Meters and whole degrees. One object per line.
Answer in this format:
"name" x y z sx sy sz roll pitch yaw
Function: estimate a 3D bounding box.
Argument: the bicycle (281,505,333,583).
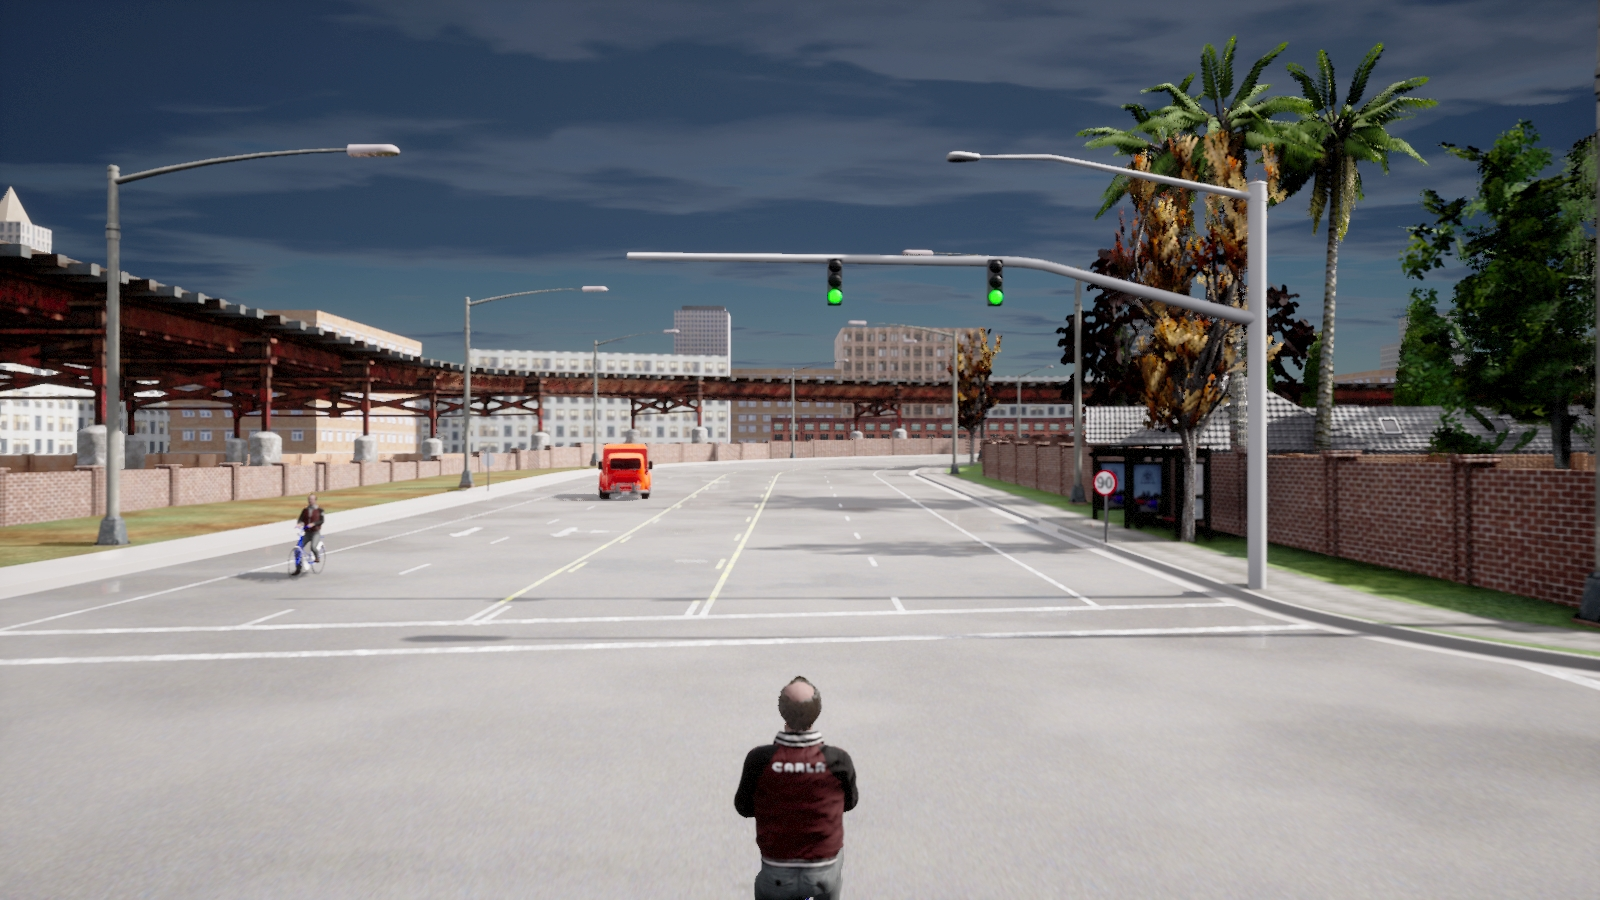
"bicycle" -10.486 1.966 24.339 0.329 1.496 1.835 0 0 0

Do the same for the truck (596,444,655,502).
"truck" -8.373 1.043 54.752 2.627 2.467 5.204 0 2 -9

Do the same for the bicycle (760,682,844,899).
"bicycle" 0.012 2.040 5.421 0.329 1.496 1.835 0 0 0
